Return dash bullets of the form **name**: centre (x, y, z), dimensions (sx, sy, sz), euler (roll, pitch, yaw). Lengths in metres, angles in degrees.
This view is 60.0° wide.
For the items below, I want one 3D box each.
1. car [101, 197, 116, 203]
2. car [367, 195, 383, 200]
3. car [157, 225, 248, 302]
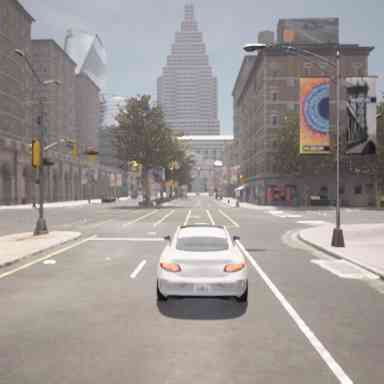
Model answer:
- **car**: centre (-16.892, 1.583, 67.190), dimensions (1.895, 1.301, 4.718), euler (0, 0, 1)
- **car**: centre (35.820, 1.469, 67.513), dimensions (2.231, 1.521, 4.892), euler (0, 0, 1)
- **car**: centre (0.240, 1.524, 8.163), dimensions (1.812, 1.442, 4.674), euler (0, 0, 1)
